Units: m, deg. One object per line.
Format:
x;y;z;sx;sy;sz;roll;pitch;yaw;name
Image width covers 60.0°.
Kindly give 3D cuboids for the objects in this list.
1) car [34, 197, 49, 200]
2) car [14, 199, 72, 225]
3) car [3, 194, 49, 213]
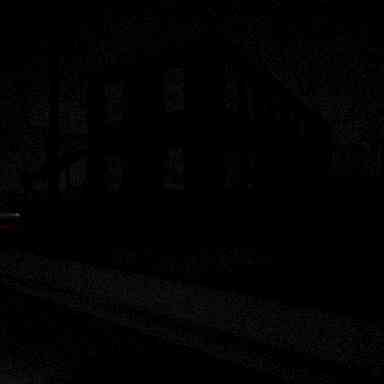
-14.490;1.588;37.031;2.033;1.411;5.357;0;0;35;car
-10.151;1.532;24.757;1.837;1.490;4.892;0;0;36;car
-18.243;1.259;37.792;2.150;2.045;5.566;0;0;36;car
